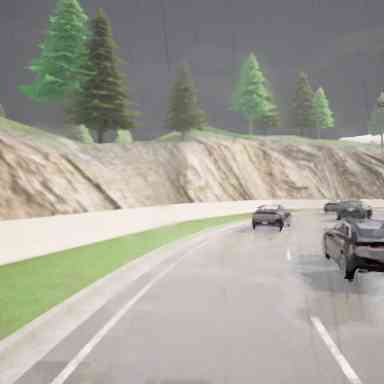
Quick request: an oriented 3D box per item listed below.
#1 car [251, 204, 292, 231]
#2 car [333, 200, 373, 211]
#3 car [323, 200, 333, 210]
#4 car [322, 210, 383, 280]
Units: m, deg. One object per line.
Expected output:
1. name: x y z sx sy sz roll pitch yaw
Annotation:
1. car: 5.089 1.519 20.880 2.128 1.511 4.902 0 0 25
2. car: 13.661 1.446 27.753 2.097 1.767 4.553 1 0 36
3. car: 15.959 1.599 35.944 4.902 1.511 2.128 0 0 -44
4. car: 5.108 1.527 9.794 2.128 1.511 4.902 0 0 13
